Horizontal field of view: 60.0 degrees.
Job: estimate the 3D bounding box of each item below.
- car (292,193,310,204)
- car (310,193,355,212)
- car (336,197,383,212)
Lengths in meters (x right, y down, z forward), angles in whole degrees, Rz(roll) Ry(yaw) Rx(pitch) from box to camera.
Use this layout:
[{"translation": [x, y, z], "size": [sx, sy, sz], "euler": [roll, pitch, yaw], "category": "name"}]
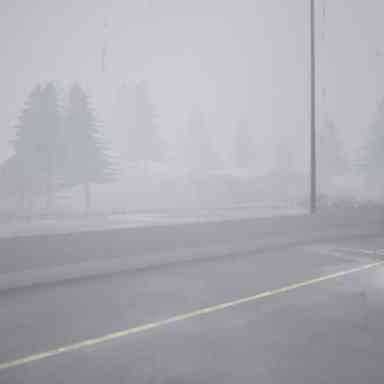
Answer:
[{"translation": [12.965, 0.855, 35.757], "size": [4.892, 1.490, 1.837], "euler": [-1, 0, -22], "category": "car"}, {"translation": [14.294, 1.113, 32.519], "size": [4.553, 1.767, 2.097], "euler": [-1, 0, -22], "category": "car"}, {"translation": [15.429, 1.318, 29.203], "size": [4.718, 1.301, 1.895], "euler": [-1, 0, -22], "category": "car"}]
